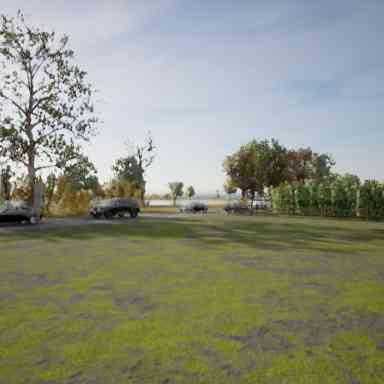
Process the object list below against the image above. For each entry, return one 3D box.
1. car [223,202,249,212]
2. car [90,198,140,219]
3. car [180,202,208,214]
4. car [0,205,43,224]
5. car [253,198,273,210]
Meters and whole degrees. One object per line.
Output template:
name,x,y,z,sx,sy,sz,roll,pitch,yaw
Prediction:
car,6.586,2.236,49.579,2.033,1.411,5.357,-1,-2,35
car,-7.753,1.644,34.145,2.150,2.045,5.566,-1,-1,35
car,0.301,2.124,45.622,2.128,1.511,4.902,-1,-1,35
car,-13.899,1.756,25.354,2.128,1.511,4.902,-1,-2,35
car,12.524,2.070,58.163,2.150,2.045,5.566,-1,-2,35
